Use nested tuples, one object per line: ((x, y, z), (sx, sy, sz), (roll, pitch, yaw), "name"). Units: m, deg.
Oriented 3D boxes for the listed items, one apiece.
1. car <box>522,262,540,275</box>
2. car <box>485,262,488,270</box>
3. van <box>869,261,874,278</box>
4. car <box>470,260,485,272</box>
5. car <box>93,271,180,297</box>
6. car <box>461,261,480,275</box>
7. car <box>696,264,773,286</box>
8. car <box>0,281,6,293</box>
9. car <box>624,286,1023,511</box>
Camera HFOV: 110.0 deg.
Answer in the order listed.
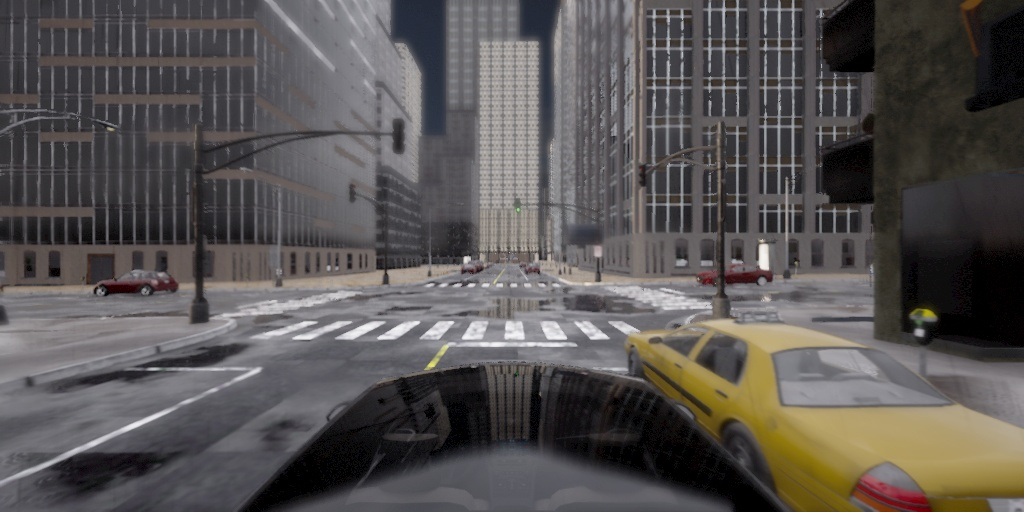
((2.689, 1.609, 47.491), (1.967, 1.591, 4.097), (0, 0, 0), "car")
((-5.691, 1.587, 58.611), (2.192, 1.841, 5.009), (0, 0, 0), "car")
((25.574, 0.824, 23.198), (3.998, 1.789, 1.690), (0, 0, 0), "van")
((-5.691, 1.535, 53.052), (2.192, 1.841, 5.009), (0, 0, 0), "car")
((-23.835, 1.690, 22.785), (4.097, 1.591, 1.967), (0, 0, 0), "car")
((-5.691, 1.714, 47.492), (1.888, 1.381, 4.507), (0, 0, 0), "car")
((14.262, 1.204, 23.111), (4.507, 1.381, 1.888), (0, 0, 0), "car")
((-35.134, 1.971, 22.698), (4.507, 1.381, 1.888), (0, 0, 0), "car")
((2.689, 1.296, 4.137), (1.751, 1.417, 4.829), (0, 0, 0), "car")
